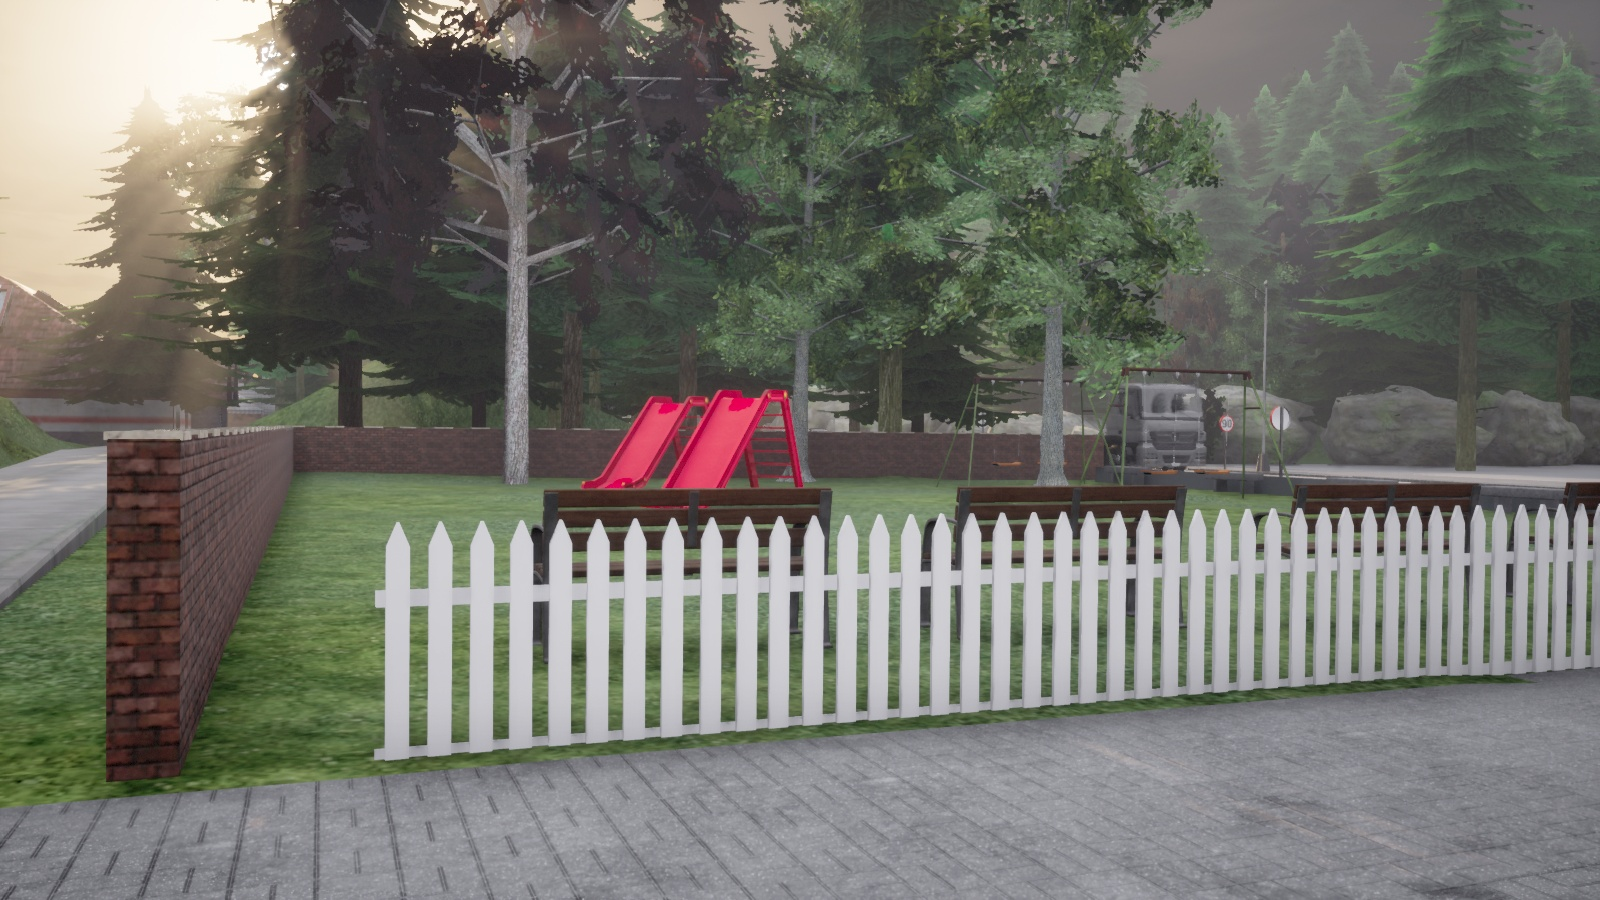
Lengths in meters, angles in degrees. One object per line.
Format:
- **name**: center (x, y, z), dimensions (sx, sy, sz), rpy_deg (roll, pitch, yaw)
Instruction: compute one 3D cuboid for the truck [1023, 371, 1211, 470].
- **truck**: center (11.808, -1.088, 47.749), dimensions (2.891, 3.462, 7.936), rpy_deg (-1, 1, -21)
